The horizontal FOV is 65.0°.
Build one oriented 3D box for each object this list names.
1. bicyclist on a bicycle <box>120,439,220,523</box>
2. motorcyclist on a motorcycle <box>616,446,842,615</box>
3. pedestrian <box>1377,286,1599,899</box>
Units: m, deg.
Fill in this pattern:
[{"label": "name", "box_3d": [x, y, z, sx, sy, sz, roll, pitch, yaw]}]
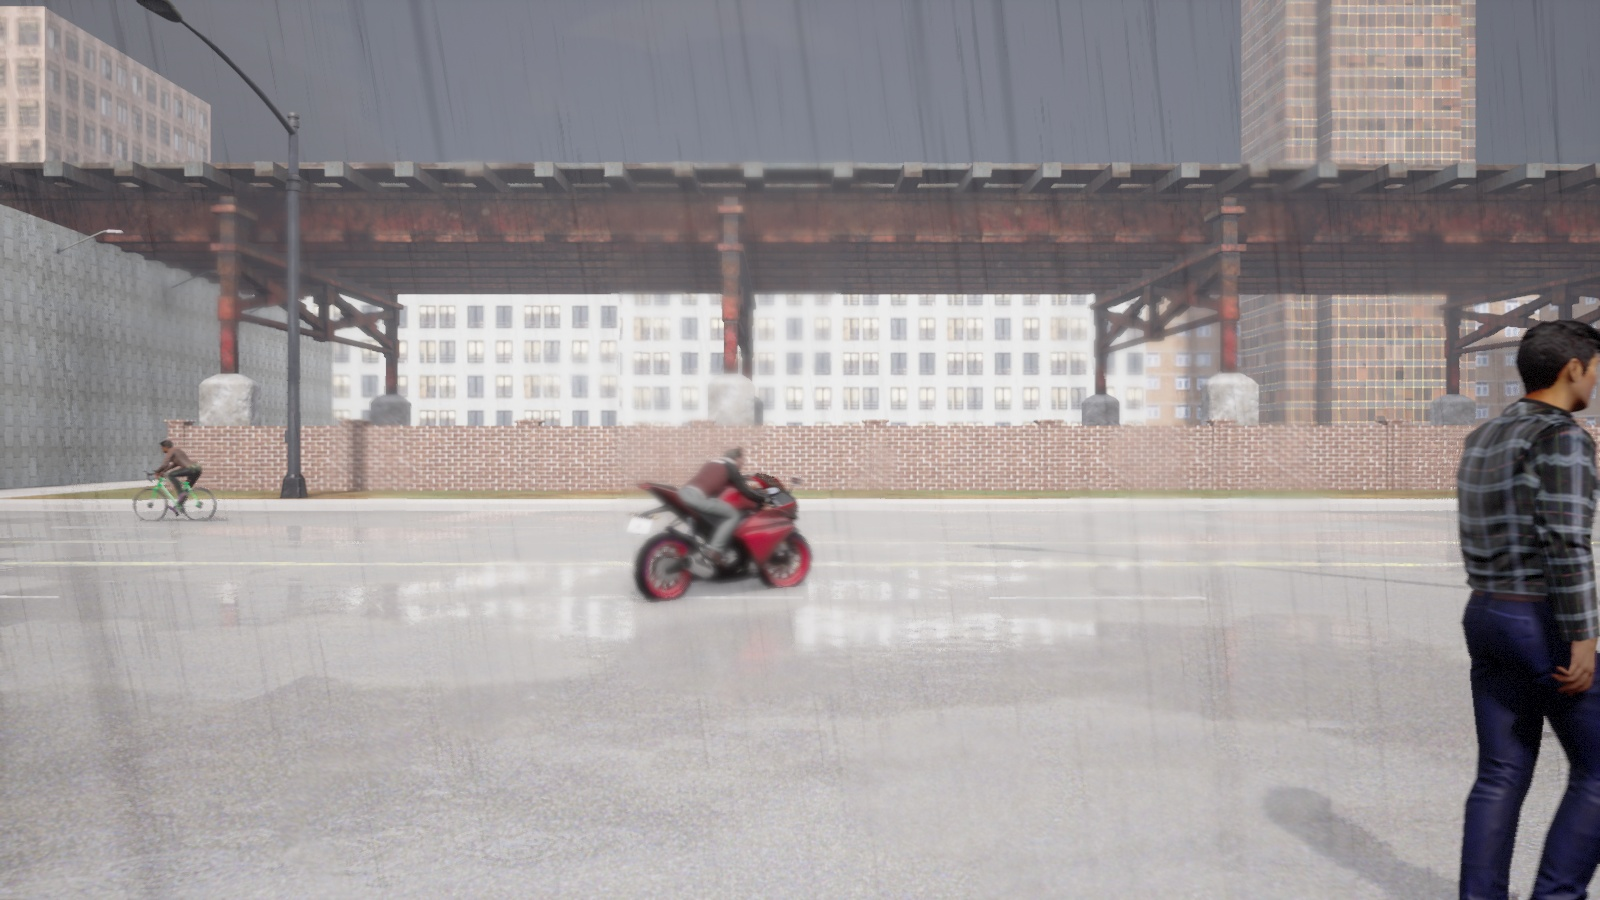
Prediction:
[{"label": "bicyclist on a bicycle", "box_3d": [-12.353, 0.605, 24.643, 1.656, 1.620, 0.582, 0, 0, 1]}, {"label": "motorcyclist on a motorcycle", "box_3d": [-0.681, 0.738, 12.643, 2.191, 1.530, 0.866, 0, 2, -43]}, {"label": "pedestrian", "box_3d": [2.127, 0.540, 3.556, 0.788, 1.949, 0.423, 0, 0, -2]}]
